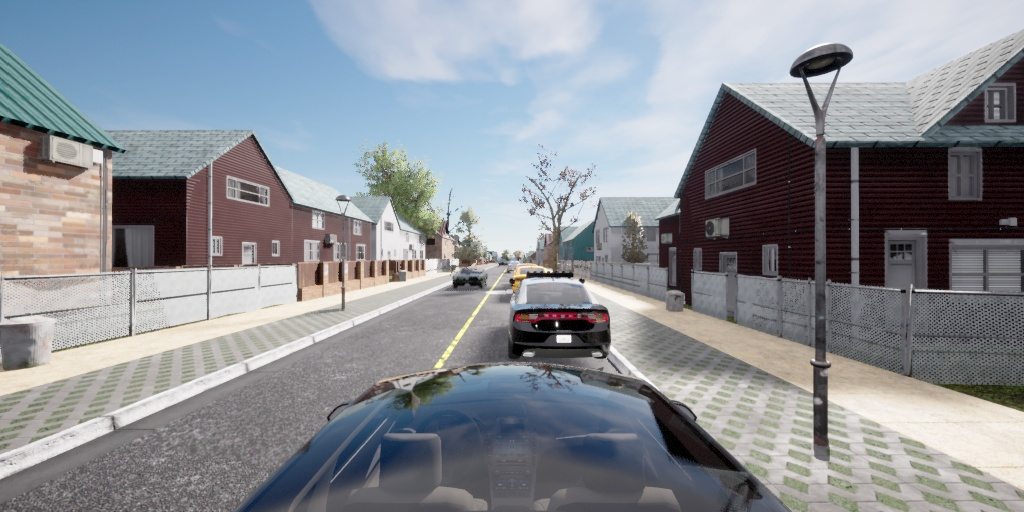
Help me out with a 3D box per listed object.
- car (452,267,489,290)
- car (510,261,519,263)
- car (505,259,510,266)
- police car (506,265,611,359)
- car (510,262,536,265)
[{"bbox_3d":[-2.585,1.369,22.974,1.895,1.301,4.718,0,0,0],"label":"car"},{"bbox_3d":[1.001,1.250,24.446,1.882,1.535,5.008,0,0,0],"label":"car"},{"bbox_3d":[0.365,1.383,45.720,1.812,1.442,4.674,0,0,1],"label":"car"},{"bbox_3d":[0.883,1.176,8.555,1.930,1.638,5.238,0,0,0],"label":"police car"},{"bbox_3d":[0.957,1.238,18.445,1.882,1.535,5.008,0,0,0],"label":"car"}]
